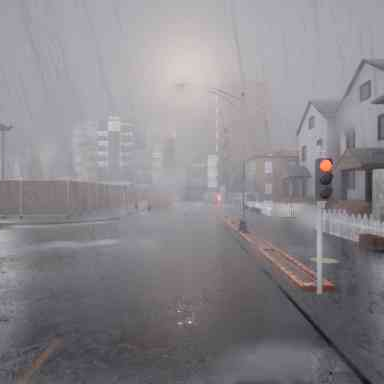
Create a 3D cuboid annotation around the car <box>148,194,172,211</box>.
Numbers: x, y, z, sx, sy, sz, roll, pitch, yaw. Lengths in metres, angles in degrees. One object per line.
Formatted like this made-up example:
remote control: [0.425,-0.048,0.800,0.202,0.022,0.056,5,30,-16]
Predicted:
car: [-4.082,1.221,41.246,2.150,2.045,5.566,0,0,0]
